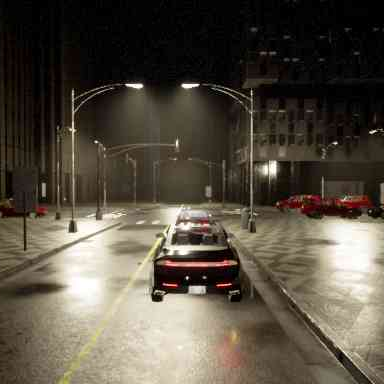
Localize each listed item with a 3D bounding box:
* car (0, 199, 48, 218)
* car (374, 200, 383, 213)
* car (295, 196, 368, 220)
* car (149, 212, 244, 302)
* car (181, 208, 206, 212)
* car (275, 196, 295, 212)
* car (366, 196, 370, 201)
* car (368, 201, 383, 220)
[{"bbox_3d":[-14.963,1.567,29.021,4.507,1.381,1.887,0,1,0],"label":"car"},{"bbox_3d":[23.334,1.634,37.720,4.313,1.339,1.947,0,1,0],"label":"car"},{"bbox_3d":[12.078,1.463,29.142,5.009,1.841,2.192,0,1,0],"label":"car"},{"bbox_3d":[0.087,1.490,8.223,2.128,1.511,4.902,0,0,0],"label":"car"},{"bbox_3d":[0.074,1.550,17.932,2.033,1.411,5.357,0,0,0],"label":"car"},{"bbox_3d":[12.049,1.325,37.666,5.009,1.841,2.192,0,1,0],"label":"car"},{"bbox_3d":[17.693,1.353,37.692,5.009,1.841,2.192,0,1,0],"label":"car"},{"bbox_3d":[17.721,1.742,29.171,4.313,1.339,1.947,0,1,0],"label":"car"}]
